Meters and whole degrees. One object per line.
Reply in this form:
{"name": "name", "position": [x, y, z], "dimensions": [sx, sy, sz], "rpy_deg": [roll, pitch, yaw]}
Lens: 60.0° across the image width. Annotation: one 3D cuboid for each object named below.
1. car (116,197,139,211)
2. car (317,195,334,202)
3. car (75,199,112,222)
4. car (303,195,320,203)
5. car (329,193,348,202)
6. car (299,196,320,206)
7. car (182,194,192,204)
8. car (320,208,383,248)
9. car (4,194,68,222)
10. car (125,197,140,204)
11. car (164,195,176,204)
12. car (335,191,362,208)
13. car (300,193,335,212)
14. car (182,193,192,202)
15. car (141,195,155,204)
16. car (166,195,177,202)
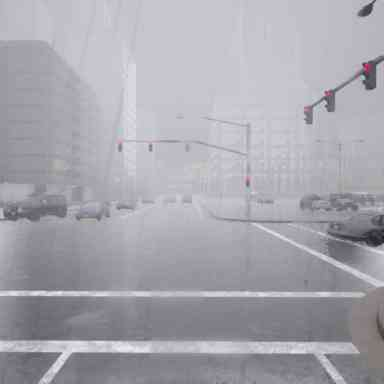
{"name": "car", "position": [-7.982, 1.563, 40.657], "dimensions": [1.994, 1.385, 4.181], "rpy_deg": [0, 0, 0]}
{"name": "car", "position": [27.403, 1.363, 68.305], "dimensions": [1.784, 1.438, 3.905], "rpy_deg": [0, 0, 0]}
{"name": "car", "position": [-7.874, 1.525, 26.821], "dimensions": [1.812, 1.442, 4.674], "rpy_deg": [0, 0, -1]}
{"name": "car", "position": [24.508, 1.394, 68.301], "dimensions": [1.970, 1.475, 3.806], "rpy_deg": [0, 0, 0]}
{"name": "car", "position": [30.086, 1.152, 68.360], "dimensions": [1.932, 1.855, 4.605], "rpy_deg": [0, 0, 0]}
{"name": "car", "position": [18.763, 1.394, 53.190], "dimensions": [1.970, 1.475, 3.806], "rpy_deg": [0, 0, 0]}
{"name": "car", "position": [-1.011, 1.600, 65.703], "dimensions": [1.895, 1.301, 4.718], "rpy_deg": [0, 0, 0]}
{"name": "car", "position": [8.659, 1.547, 14.278], "dimensions": [5.357, 1.411, 2.033], "rpy_deg": [0, 0, 0]}
{"name": "car", "position": [-12.217, 1.222, 26.620], "dimensions": [2.150, 2.045, 5.566], "rpy_deg": [1, 0, 13]}
{"name": "car", "position": [-11.537, 1.600, 64.699], "dimensions": [1.895, 1.301, 4.718], "rpy_deg": [0, 0, 0]}
{"name": "car", "position": [-4.511, 1.563, 65.605], "dimensions": [1.994, 1.385, 4.181], "rpy_deg": [0, 0, 0]}
{"name": "car", "position": [16.085, 1.155, 35.719], "dimensions": [1.905, 1.878, 3.866], "rpy_deg": [0, 0, 0]}
{"name": "car", "position": [13.191, 1.153, 35.769], "dimensions": [1.932, 1.855, 4.605], "rpy_deg": [0, 0, 0]}
{"name": "car", "position": [-1.056, 1.180, 74.431], "dimensions": [2.097, 1.767, 4.553], "rpy_deg": [0, 0, 0]}
{"name": "car", "position": [-8.053, 1.350, 61.260], "dimensions": [2.097, 1.767, 4.553], "rpy_deg": [0, 0, 0]}
{"name": "car", "position": [-4.556, 1.350, 74.443], "dimensions": [2.128, 1.511, 4.902], "rpy_deg": [0, 0, 0]}
